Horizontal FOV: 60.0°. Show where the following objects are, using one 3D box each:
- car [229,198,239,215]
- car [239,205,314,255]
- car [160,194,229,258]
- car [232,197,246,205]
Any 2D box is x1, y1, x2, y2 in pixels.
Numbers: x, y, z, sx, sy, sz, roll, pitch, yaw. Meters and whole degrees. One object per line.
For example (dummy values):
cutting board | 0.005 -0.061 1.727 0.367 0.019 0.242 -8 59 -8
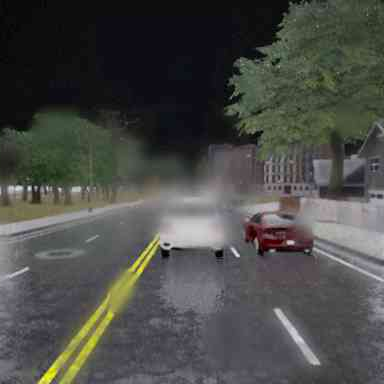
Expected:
car | 3.261 1.614 34.694 2.033 1.411 5.357 0 0 0
car | 3.271 1.504 13.432 1.882 1.535 5.008 0 0 0
car | 0.018 1.251 13.051 2.150 2.045 5.566 0 0 0
car | 7.738 1.588 56.677 1.837 1.490 4.892 0 0 29
